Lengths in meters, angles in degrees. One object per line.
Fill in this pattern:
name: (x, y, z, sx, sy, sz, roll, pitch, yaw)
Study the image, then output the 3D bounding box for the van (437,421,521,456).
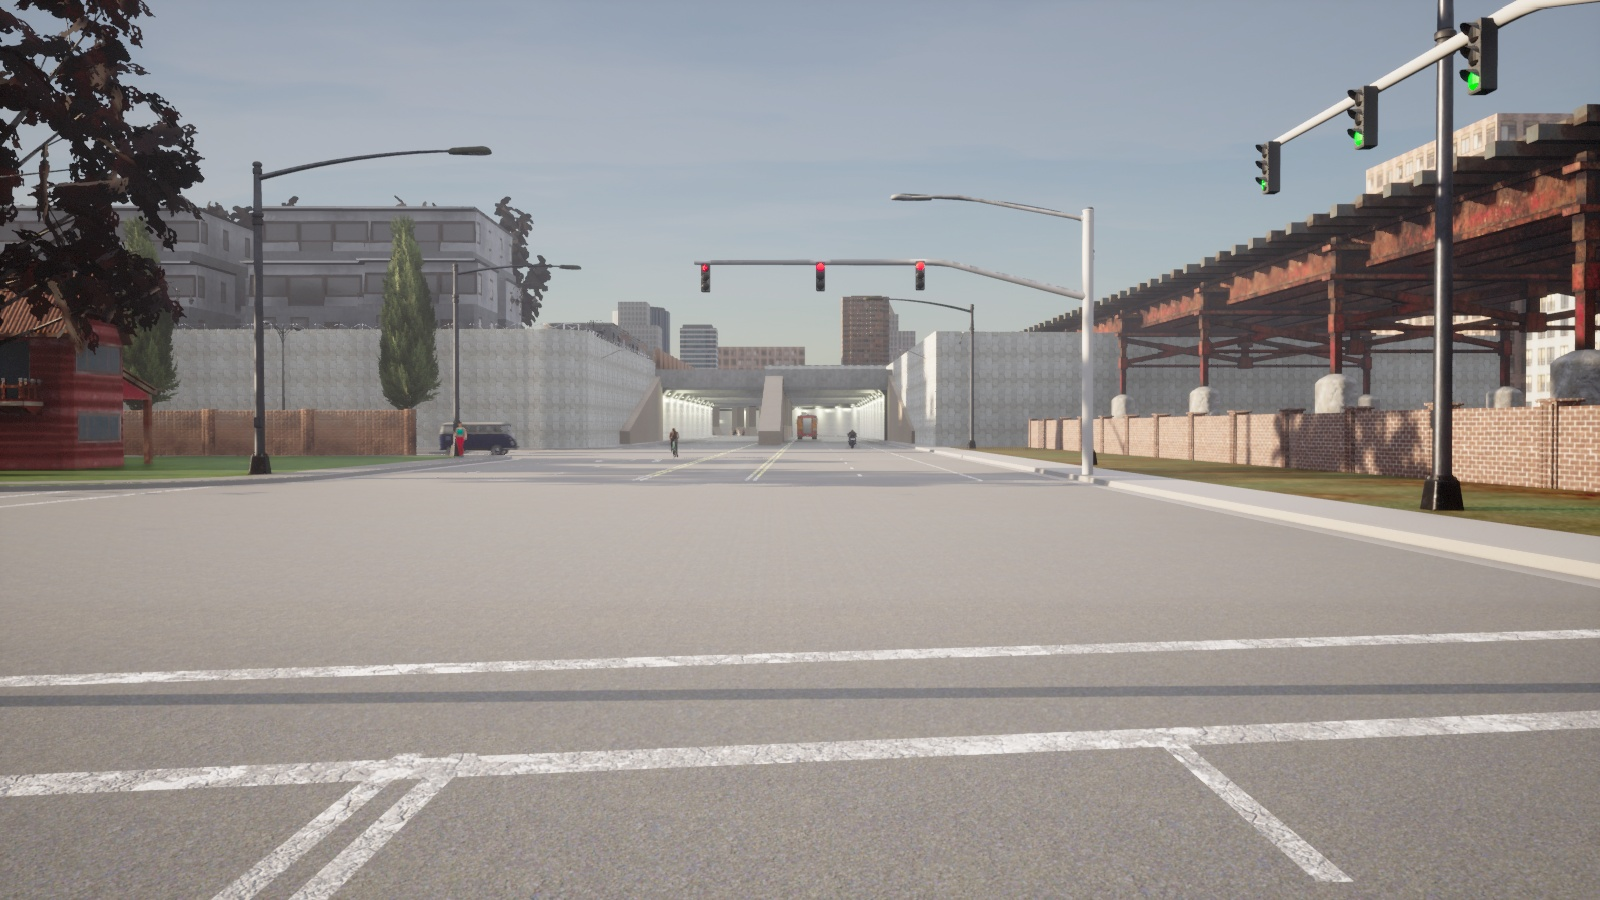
van: (-18.719, -0.679, 73.361, 4.442, 1.987, 1.775, 0, 1, 0)

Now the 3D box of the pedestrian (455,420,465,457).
pedestrian: (-16.728, -0.574, 61.816, 0.345, 1.836, 0.594, 0, 1, -1)
